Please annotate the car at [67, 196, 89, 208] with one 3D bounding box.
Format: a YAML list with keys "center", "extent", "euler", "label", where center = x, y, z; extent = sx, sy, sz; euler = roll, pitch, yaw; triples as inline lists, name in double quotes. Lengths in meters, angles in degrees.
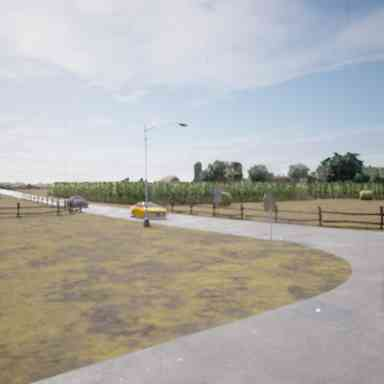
- center: [-17.057, 1.451, 49.729]
  extent: [2.097, 1.767, 4.553]
  euler: [-1, 2, -35]
  label: "car"

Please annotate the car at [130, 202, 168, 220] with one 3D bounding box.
- center: [-4.137, 1.716, 31.352]
  extent: [1.882, 1.535, 5.008]
  euler: [-1, 1, -35]
  label: "car"
